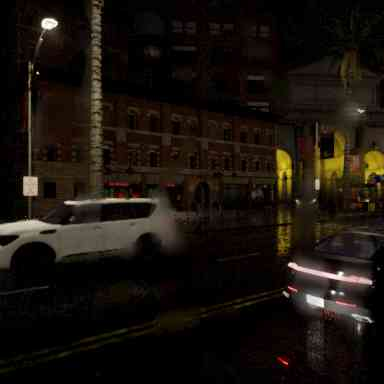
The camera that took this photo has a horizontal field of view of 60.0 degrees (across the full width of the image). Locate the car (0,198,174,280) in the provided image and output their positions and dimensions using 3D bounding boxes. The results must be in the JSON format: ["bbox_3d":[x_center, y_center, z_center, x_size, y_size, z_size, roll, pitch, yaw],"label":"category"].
[{"bbox_3d":[-3.201,1.221,10.319,5.566,2.045,2.150,0,0,-36],"label":"car"}]

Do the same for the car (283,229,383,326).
[{"bbox_3d":[3.911,1.492,6.610,4.902,1.511,2.128,0,0,-35],"label":"car"}]
